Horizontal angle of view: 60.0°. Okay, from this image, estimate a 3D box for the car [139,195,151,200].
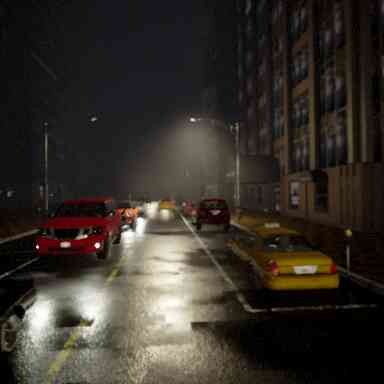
[{"bbox_3d":[-7.166,1.236,51.648,2.033,1.411,5.357,-1,0,-5],"label":"car"}]

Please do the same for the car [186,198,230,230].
[{"bbox_3d":[1.090,1.283,20.742,2.192,1.841,5.009,0,0,-5],"label":"car"}]

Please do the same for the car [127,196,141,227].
[{"bbox_3d":[-4.887,1.394,22.782,2.097,1.767,4.553,-1,0,-5],"label":"car"}]

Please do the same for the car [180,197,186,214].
[{"bbox_3d":[0.169,1.515,31.987,1.887,1.381,4.507,0,0,-5],"label":"car"}]

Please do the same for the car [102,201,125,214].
[{"bbox_3d":[-8.641,1.659,36.885,1.802,1.307,4.206,0,0,-5],"label":"car"}]

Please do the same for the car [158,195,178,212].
[{"bbox_3d":[-2.974,1.481,38.517,1.882,1.535,5.008,-1,0,-5],"label":"car"}]

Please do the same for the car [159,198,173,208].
[{"bbox_3d":[-3.832,1.566,48.936,1.994,1.385,4.181,-1,0,-5],"label":"car"}]

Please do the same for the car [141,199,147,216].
[{"bbox_3d":[-5.677,1.644,32.918,1.895,1.301,4.718,-1,0,-4],"label":"car"}]

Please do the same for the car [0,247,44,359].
[{"bbox_3d":[-3.269,1.637,3.181,1.895,1.301,4.718,-1,0,-5],"label":"car"}]

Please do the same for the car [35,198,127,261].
[{"bbox_3d":[-4.088,1.261,12.949,2.150,2.045,5.566,-1,0,-4],"label":"car"}]

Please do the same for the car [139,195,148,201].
[{"bbox_3d":[-12.795,1.618,87.501,2.008,1.369,4.403,0,0,-5],"label":"car"}]

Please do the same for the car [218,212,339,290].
[{"bbox_3d":[2.031,1.491,8.830,1.752,1.417,4.829,0,0,-5],"label":"car"}]

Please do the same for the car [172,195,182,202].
[{"bbox_3d":[-3.522,1.516,76.967,2.008,1.369,4.403,0,0,-5],"label":"car"}]

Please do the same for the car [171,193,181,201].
[{"bbox_3d":[-3.984,1.278,82.590,2.192,1.841,5.009,0,0,-5],"label":"car"}]

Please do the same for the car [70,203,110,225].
[{"bbox_3d":[-7.718,1.626,25.638,2.008,1.369,4.403,0,0,-5],"label":"car"}]

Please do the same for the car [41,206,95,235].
[{"bbox_3d":[-7.256,1.640,20.014,1.947,1.339,4.313,0,0,-5],"label":"car"}]

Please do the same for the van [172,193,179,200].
[{"bbox_3d":[-4.445,1.302,88.213,1.690,1.788,3.998,0,0,-5],"label":"van"}]

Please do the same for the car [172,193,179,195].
[{"bbox_3d":[-2.138,1.408,60.100,1.967,1.590,4.097,0,0,-5],"label":"car"}]

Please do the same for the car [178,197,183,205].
[{"bbox_3d":[-0.293,1.552,37.609,1.802,1.307,4.206,0,0,-5],"label":"car"}]

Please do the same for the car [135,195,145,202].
[{"bbox_3d":[-11.872,1.512,76.254,1.967,1.590,4.097,0,0,-5],"label":"car"}]

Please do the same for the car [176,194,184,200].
[{"bbox_3d":[-1.677,1.514,54.477,1.887,1.381,4.507,0,0,-5],"label":"car"}]

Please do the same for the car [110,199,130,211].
[{"bbox_3d":[-9.102,1.621,42.509,1.887,1.381,4.507,0,0,-5],"label":"car"}]
